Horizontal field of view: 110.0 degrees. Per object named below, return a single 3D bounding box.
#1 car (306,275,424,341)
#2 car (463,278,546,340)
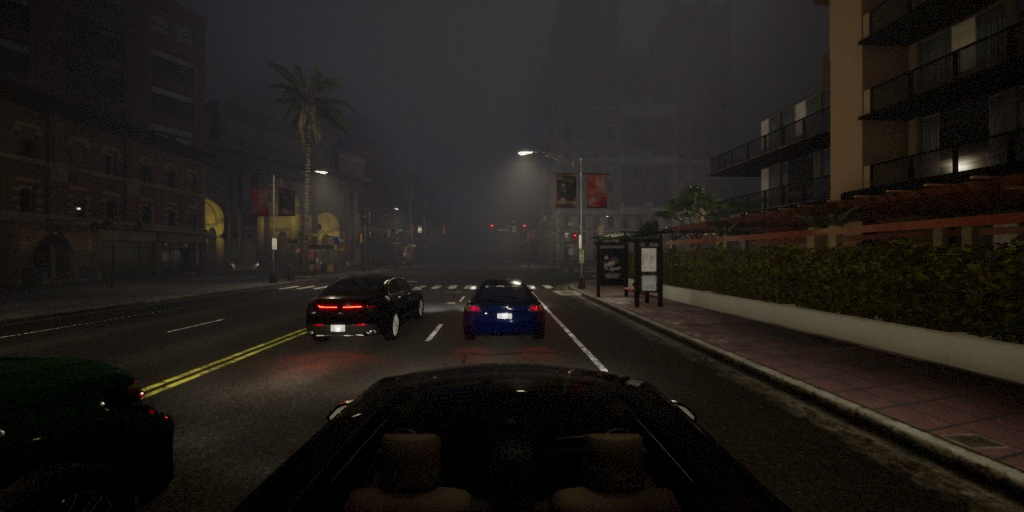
[{"bbox_3d":[-3.724,1.254,9.871,1.837,1.490,4.892,0,0,-3],"label":"car"},{"bbox_3d":[-0.235,1.313,10.027,1.994,1.385,4.181,0,0,-2],"label":"car"}]
